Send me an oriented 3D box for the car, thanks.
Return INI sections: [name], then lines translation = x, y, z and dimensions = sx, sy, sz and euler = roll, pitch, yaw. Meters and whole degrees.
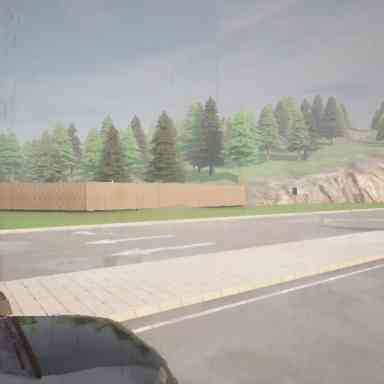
[car]
translation = -2.109, 1.564, 2.253
dimensions = 4.181, 1.385, 1.994
euler = 0, 0, -35
